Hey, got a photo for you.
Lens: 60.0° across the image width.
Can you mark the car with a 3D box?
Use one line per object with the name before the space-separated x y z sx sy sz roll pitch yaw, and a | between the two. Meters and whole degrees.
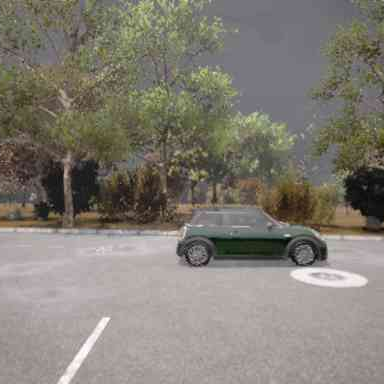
car | 1.773 1.263 10.448 4.553 1.767 2.097 0 0 0
